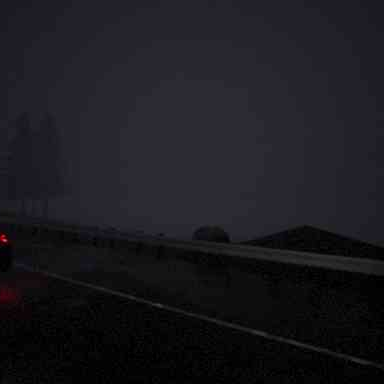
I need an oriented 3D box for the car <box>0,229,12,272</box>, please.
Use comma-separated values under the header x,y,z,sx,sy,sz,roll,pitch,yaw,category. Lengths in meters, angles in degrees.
x,y,z,sx,sy,sz,roll,pitch,yaw,category
-7.057,1.287,9.425,4.553,1.767,2.097,0,0,38,car
